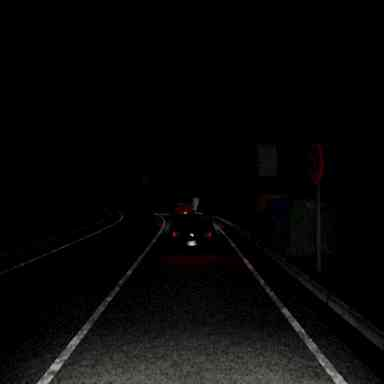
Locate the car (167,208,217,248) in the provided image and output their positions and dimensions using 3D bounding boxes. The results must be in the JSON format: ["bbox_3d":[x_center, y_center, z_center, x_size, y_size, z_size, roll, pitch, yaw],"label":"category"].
[{"bbox_3d":[0.000,1.619,14.655,1.895,1.301,4.718,0,0,0],"label":"car"}]

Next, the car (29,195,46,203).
[{"bbox_3d":[-28.796,1.296,60.495,4.902,1.511,2.128,1,-1,23],"label":"car"}]

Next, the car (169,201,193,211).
[{"bbox_3d":[-0.920,1.546,29.872,1.812,1.442,4.674,0,0,-10],"label":"car"}]
